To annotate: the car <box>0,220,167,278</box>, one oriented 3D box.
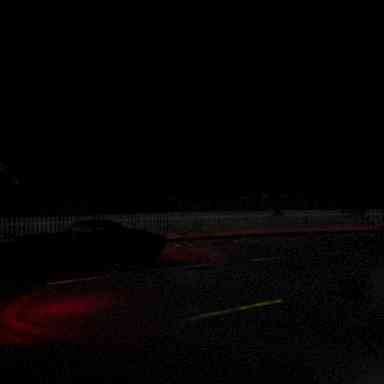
[{"bbox_3d":[-3.246,1.525,9.883,4.718,1.301,1.895,0,0,-30],"label":"car"}]
